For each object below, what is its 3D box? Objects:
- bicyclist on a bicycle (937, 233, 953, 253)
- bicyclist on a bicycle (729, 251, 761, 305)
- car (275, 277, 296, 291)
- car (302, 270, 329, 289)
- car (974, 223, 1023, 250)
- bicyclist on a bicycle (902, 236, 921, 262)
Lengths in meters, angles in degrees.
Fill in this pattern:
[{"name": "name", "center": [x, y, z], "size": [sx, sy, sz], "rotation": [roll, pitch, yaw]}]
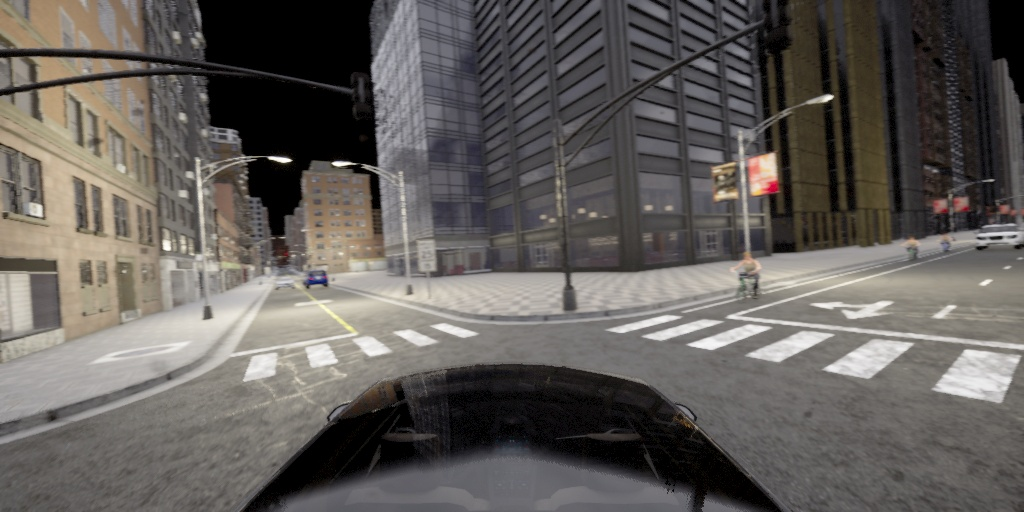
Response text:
[{"name": "bicyclist on a bicycle", "center": [34.709, -1.034, 28.722], "size": [1.509, 1.612, 0.866], "rotation": [-4, 0, -33]}, {"name": "bicyclist on a bicycle", "center": [7.388, 0.664, 11.249], "size": [1.509, 1.612, 0.866], "rotation": [-4, 0, -32]}, {"name": "car", "center": [-27.689, 3.338, 43.820], "size": [1.812, 1.442, 4.674], "rotation": [-4, 0, -33]}, {"name": "car", "center": [-22.812, 2.681, 41.829], "size": [2.150, 2.045, 5.566], "rotation": [-4, 0, -32]}, {"name": "car", "center": [40.305, -1.603, 29.645], "size": [5.566, 2.045, 2.150], "rotation": [-4, 0, -33]}, {"name": "bicyclist on a bicycle", "center": [25.566, -0.471, 22.921], "size": [1.509, 1.612, 0.866], "rotation": [-4, 0, -33]}]
